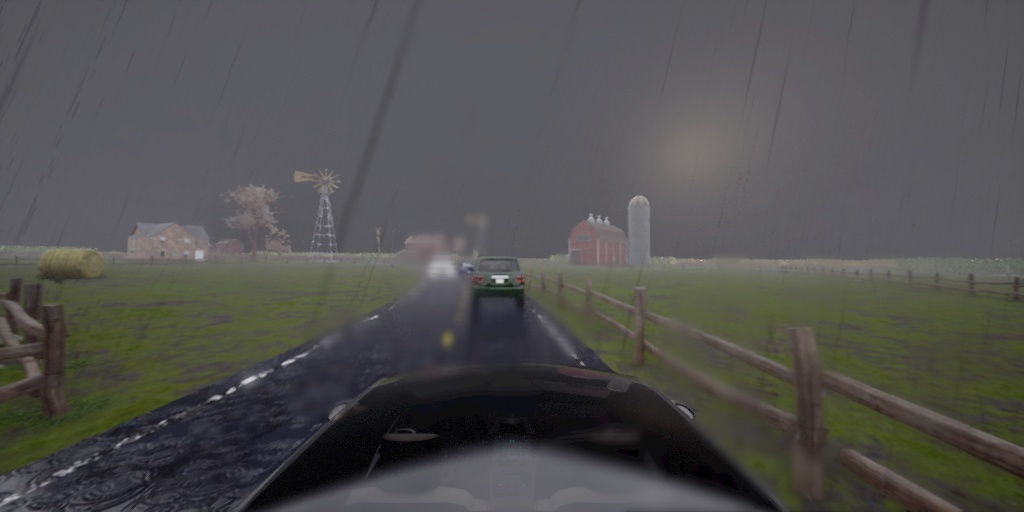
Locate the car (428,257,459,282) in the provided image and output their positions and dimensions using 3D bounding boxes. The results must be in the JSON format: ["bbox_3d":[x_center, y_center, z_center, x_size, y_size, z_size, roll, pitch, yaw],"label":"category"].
[{"bbox_3d":[-5.926,1.058,30.623,2.150,2.045,5.566,1,-1,-11],"label":"car"}]

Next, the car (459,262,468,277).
[{"bbox_3d":[-4.675,1.394,37.729,1.812,1.442,4.674,1,0,-14],"label":"car"}]

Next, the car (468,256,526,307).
[{"bbox_3d":[-0.734,1.039,16.079,2.150,2.045,5.566,0,0,-6],"label":"car"}]
